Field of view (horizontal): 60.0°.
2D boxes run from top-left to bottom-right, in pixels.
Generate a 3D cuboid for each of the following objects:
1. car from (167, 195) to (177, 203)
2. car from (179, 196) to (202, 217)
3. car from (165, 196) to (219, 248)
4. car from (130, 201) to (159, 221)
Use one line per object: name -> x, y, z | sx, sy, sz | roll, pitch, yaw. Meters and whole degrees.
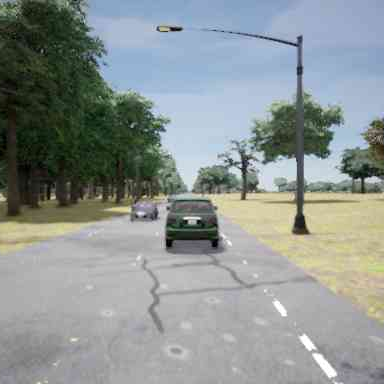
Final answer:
car -> -3.987, 1.452, 67.515 | 1.812, 1.442, 4.674 | 0, 0, 0
car -> -0.129, 1.340, 32.144 | 2.097, 1.767, 4.553 | 0, 0, 0
car -> 0.007, 1.224, 15.025 | 2.150, 2.045, 5.566 | 0, 0, 0
car -> -3.787, 1.489, 26.917 | 2.128, 1.511, 4.902 | 0, 0, 0
